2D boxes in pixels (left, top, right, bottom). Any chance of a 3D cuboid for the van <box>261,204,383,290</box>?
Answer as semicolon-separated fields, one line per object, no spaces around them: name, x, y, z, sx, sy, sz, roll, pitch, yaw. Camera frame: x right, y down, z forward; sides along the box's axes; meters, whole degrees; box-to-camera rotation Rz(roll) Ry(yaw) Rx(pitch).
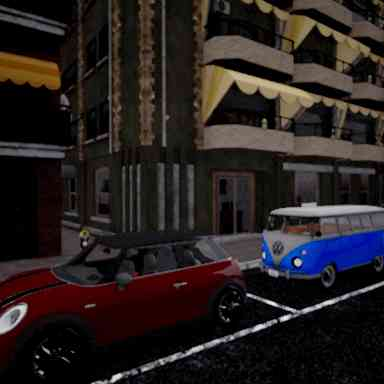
van;3.519;1.260;8.605;3.998;1.788;1.690;-1;1;-36

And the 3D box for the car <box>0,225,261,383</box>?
car;-1.111;1.418;5.301;4.097;1.590;1.967;-1;1;-36
